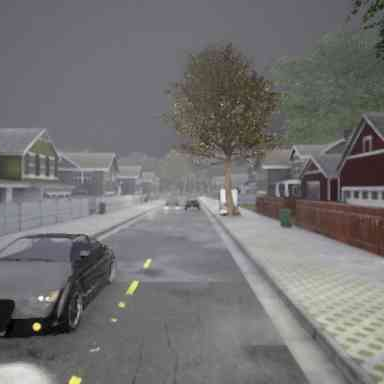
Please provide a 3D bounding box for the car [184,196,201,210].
[{"bbox_3d":[0.057,1.353,40.329,1.837,1.490,4.892,0,0,1],"label":"car"}]

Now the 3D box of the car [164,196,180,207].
[{"bbox_3d":[-2.804,1.328,47.666,1.837,1.490,4.892,0,1,0],"label":"car"}]

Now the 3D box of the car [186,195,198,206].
[{"bbox_3d":[0.029,1.319,51.588,1.837,1.490,4.892,0,0,0],"label":"car"}]

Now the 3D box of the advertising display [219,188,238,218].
[{"bbox_3d":[3.032,0.915,27.414,1.540,2.440,0.280,0,1,0],"label":"advertising display"}]

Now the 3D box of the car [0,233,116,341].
[{"bbox_3d":[-2.846,1.534,6.557,1.994,1.385,4.181,0,0,0],"label":"car"}]
